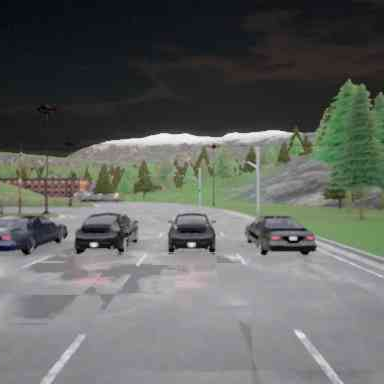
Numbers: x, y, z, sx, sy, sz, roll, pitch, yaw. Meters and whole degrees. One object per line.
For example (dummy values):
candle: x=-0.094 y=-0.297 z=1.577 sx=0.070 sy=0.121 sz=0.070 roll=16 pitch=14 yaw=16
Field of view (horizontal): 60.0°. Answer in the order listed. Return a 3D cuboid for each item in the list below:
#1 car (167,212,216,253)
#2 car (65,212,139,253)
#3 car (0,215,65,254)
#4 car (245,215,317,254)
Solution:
car: x=-0.006 y=1.643 z=14.313 sx=1.837 sy=1.490 sz=4.892 roll=0 pitch=0 yaw=0
car: x=-3.506 y=1.643 z=14.318 sx=1.837 sy=1.490 sz=4.892 roll=0 pitch=0 yaw=0
car: x=-7.008 y=1.679 z=13.992 sx=2.033 sy=1.411 sz=5.357 roll=0 pitch=-1 yaw=0
car: x=3.492 y=1.680 z=13.998 sx=2.033 sy=1.411 sz=5.357 roll=0 pitch=-1 yaw=0
